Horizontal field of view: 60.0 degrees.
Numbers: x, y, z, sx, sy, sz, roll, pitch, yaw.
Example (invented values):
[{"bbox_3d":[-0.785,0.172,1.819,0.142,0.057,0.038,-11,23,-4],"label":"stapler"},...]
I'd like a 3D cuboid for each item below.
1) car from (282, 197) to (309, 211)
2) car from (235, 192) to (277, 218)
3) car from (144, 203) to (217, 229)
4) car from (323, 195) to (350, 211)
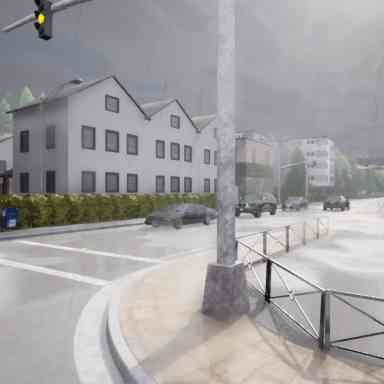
[{"bbox_3d":[11.566,1.305,37.075,2.128,1.511,4.902,0,0,36],"label":"car"},{"bbox_3d":[5.496,1.035,28.594,2.150,2.045,5.566,0,0,35],"label":"car"},{"bbox_3d":[-0.471,1.361,20.183,2.033,1.411,5.357,0,0,35],"label":"car"},{"bbox_3d":[16.409,1.164,37.593,2.097,1.767,4.553,0,0,35],"label":"car"}]
